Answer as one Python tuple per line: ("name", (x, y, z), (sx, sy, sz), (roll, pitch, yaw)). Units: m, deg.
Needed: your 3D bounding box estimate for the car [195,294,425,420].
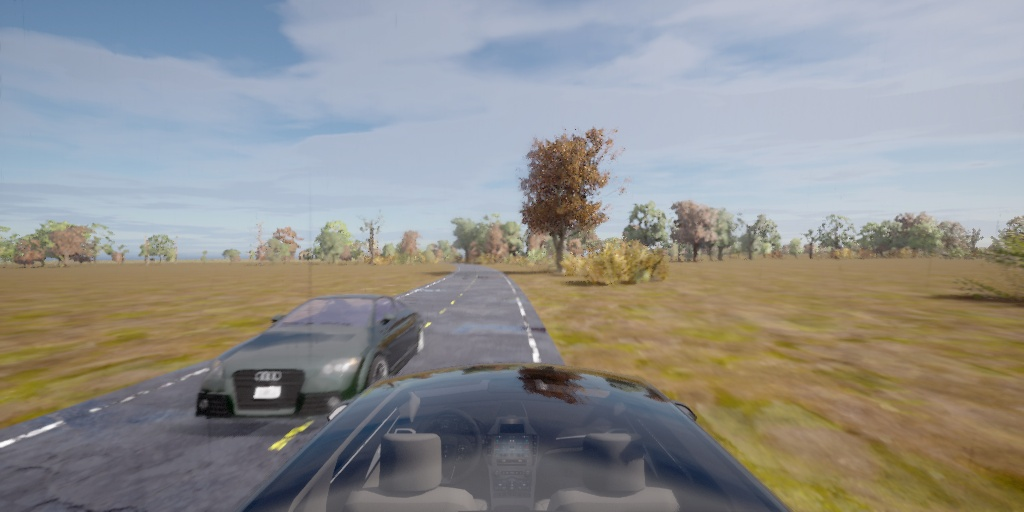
("car", (-2.796, 1.353, 6.009), (1.994, 1.385, 4.181), (0, 0, -2))
